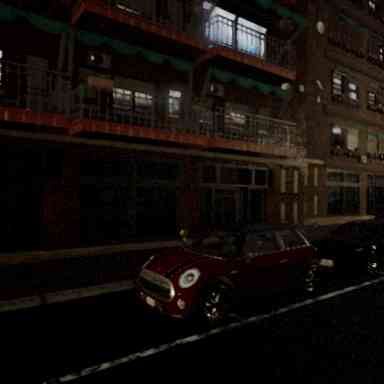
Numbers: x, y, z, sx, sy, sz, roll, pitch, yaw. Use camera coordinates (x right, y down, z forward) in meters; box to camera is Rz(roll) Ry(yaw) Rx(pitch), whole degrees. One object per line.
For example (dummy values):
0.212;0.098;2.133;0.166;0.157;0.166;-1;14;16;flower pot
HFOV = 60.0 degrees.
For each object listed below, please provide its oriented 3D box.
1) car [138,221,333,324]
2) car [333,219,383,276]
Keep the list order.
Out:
0.889;1.440;7.134;4.097;1.590;1.967;0;1;-35;car
5.515;1.565;10.437;4.313;1.339;1.947;0;1;-35;car
